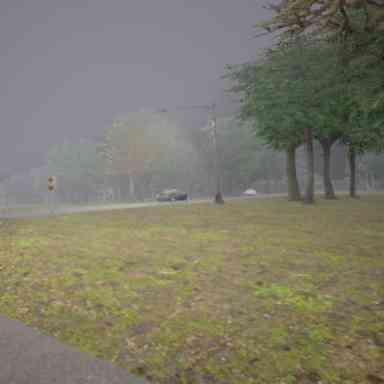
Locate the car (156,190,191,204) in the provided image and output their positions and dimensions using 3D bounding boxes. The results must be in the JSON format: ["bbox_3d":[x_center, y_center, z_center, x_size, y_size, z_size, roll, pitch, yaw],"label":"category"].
[{"bbox_3d":[-1.958,0.480,37.256,2.128,1.511,4.902,-3,-1,34],"label":"car"}]

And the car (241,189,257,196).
[{"bbox_3d":[12.099,0.146,70.171,1.812,1.442,4.674,-3,-1,34],"label":"car"}]
